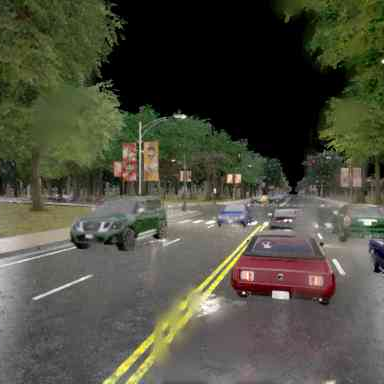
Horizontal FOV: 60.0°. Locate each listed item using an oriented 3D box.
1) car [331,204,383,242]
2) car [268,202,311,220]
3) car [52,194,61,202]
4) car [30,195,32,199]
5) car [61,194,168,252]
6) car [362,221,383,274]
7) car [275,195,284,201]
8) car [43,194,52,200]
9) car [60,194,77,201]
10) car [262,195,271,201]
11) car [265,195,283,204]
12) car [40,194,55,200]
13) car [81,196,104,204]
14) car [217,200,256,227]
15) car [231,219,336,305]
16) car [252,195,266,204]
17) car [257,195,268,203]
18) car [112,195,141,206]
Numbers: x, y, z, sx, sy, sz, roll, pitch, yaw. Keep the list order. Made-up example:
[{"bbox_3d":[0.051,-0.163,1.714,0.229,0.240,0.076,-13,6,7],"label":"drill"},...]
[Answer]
[{"bbox_3d":[8.098,1.352,16.198,2.097,1.767,4.553,0,0,17],"label":"car"},{"bbox_3d":[4.964,1.505,17.073,1.837,1.490,4.892,0,0,17],"label":"car"},{"bbox_3d":[-26.003,1.300,67.583,4.674,1.442,1.812,0,0,40],"label":"car"},{"bbox_3d":[-39.247,1.253,83.046,4.181,1.385,1.994,0,0,40],"label":"car"},{"bbox_3d":[-2.843,1.221,14.433,2.150,2.045,5.566,0,0,17],"label":"car"},{"bbox_3d":[5.477,1.601,7.599,1.895,1.301,4.718,0,0,17],"label":"car"},{"bbox_3d":[21.707,1.489,82.276,1.882,1.535,5.008,0,0,17],"label":"car"},{"bbox_3d":[-31.653,1.259,76.620,4.674,1.442,1.812,0,0,40],"label":"car"},{"bbox_3d":[-29.273,1.260,78.865,4.674,1.442,1.812,0,0,40],"label":"car"},{"bbox_3d":[18.487,1.535,82.863,1.812,1.442,4.674,0,0,17],"label":"car"},{"bbox_3d":[15.546,1.554,62.574,2.033,1.411,5.357,0,0,18],"label":"car"},{"bbox_3d":[-37.146,1.253,85.526,4.181,1.385,1.994,0,0,40],"label":"car"},{"bbox_3d":[-18.268,1.423,60.973,4.718,1.301,1.895,0,0,41],"label":"car"},{"bbox_3d":[3.001,1.525,22.461,1.812,1.442,4.674,0,0,17],"label":"car"},{"bbox_3d":[2.270,1.601,8.215,1.895,1.301,4.718,0,0,17],"label":"car"},{"bbox_3d":[12.473,1.554,63.623,2.033,1.411,5.357,0,0,18],"label":"car"},{"bbox_3d":[15.442,1.486,73.059,1.882,1.535,5.008,0,0,17],"label":"car"},{"bbox_3d":[-10.847,1.361,54.682,4.902,1.511,2.128,0,0,41],"label":"car"}]
